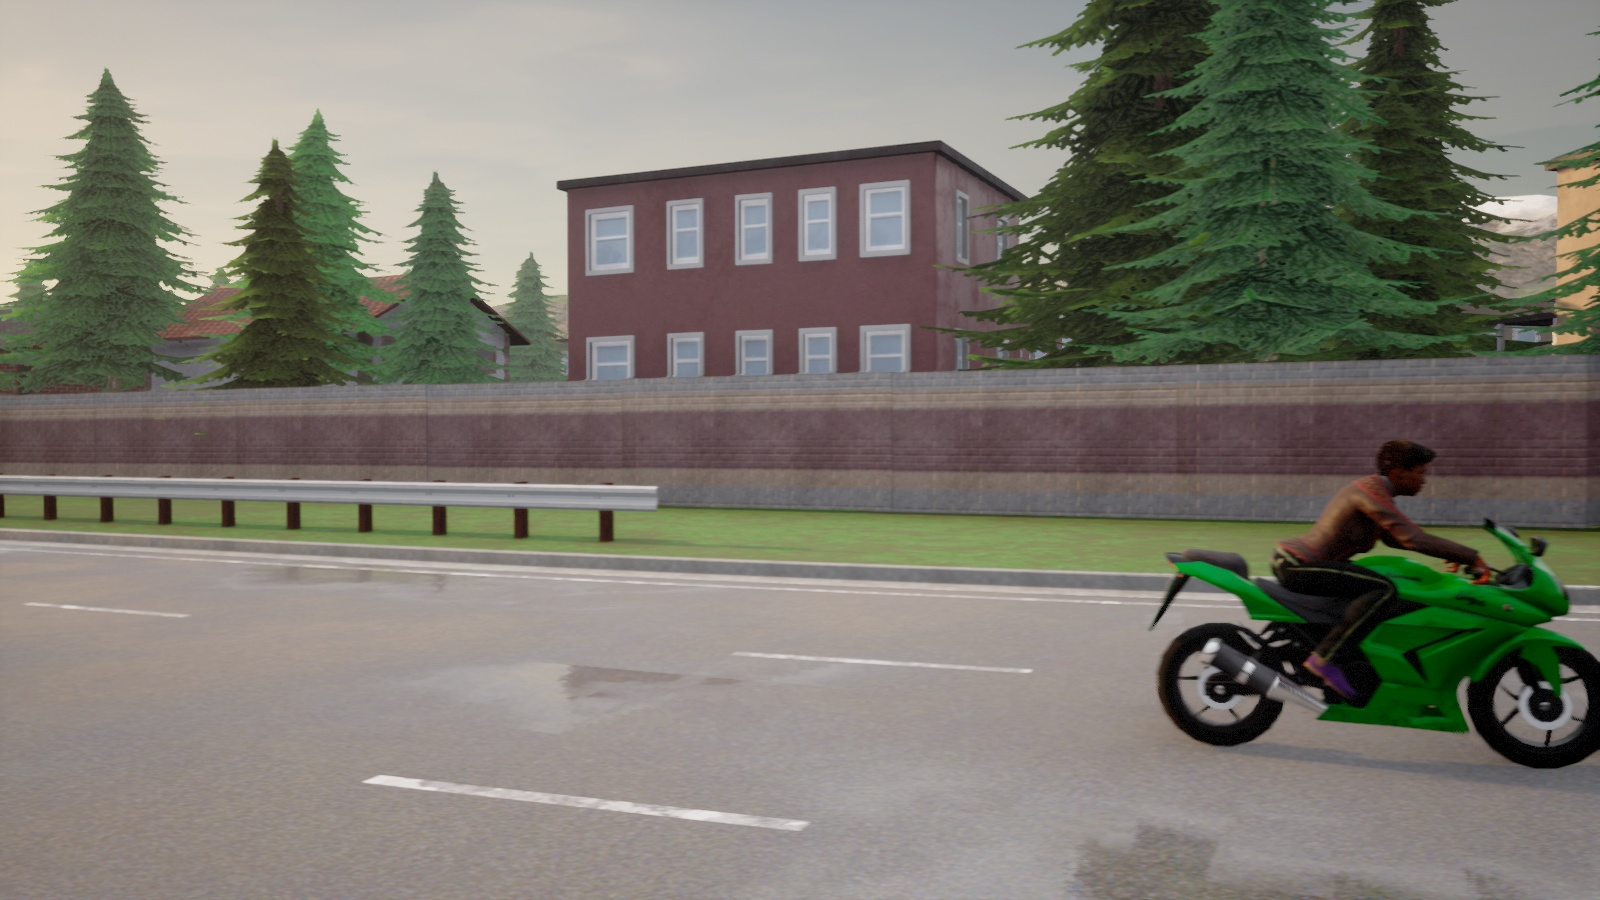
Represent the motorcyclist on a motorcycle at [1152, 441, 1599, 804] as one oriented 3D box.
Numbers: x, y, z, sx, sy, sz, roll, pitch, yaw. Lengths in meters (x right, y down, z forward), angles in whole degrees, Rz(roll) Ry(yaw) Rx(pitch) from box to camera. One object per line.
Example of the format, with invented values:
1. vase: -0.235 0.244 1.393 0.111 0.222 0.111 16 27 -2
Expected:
1. motorcyclist on a motorcycle: 2.751 0.727 5.939 2.044 1.523 0.797 0 1 18
